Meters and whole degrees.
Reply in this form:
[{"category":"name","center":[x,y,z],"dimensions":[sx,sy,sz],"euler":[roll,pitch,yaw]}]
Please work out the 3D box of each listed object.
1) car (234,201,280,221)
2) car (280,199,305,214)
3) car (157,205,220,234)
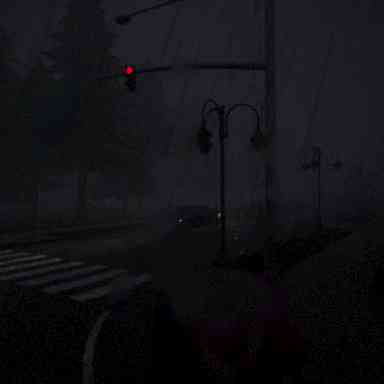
[{"category":"car","center":[5.258,1.558,27.984],"dimensions":[2.128,1.511,4.902],"euler":[0,0,34]},{"category":"car","center":[10.863,1.545,36.297],"dimensions":[1.882,1.535,5.008],"euler":[0,0,34]},{"category":"car","center":[-0.096,1.557,20.109],"dimensions":[2.128,1.511,4.902],"euler":[0,0,34]}]
